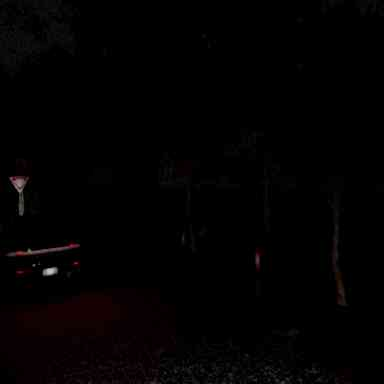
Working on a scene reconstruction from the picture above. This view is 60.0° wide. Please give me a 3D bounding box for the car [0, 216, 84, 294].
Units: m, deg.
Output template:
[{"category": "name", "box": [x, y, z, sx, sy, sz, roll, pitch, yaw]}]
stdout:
[{"category": "car", "box": [-4.436, 1.393, 8.804, 2.128, 1.511, 4.902, -3, 3, -38]}]
